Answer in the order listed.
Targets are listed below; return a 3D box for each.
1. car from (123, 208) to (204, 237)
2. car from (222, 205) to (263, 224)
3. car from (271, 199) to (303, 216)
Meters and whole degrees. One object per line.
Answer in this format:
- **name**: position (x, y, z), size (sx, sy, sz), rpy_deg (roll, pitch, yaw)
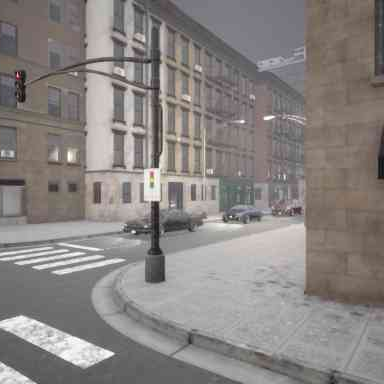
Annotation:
- **car**: position (-1.391, 1.631, 18.870), size (2.033, 1.411, 5.357), rpy_deg (0, 0, 35)
- **car**: position (4.065, 1.696, 26.509), size (1.994, 1.385, 4.181), rpy_deg (0, 0, 36)
- **car**: position (9.985, 1.539, 34.792), size (2.097, 1.767, 4.553), rpy_deg (0, 0, 35)
